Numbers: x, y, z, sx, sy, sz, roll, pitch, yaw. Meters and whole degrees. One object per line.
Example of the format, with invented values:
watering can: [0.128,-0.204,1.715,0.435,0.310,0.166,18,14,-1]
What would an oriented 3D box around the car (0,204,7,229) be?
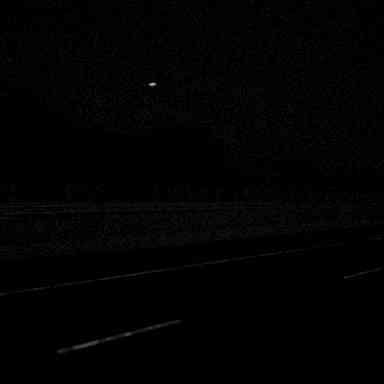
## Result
car: [-13.861,1.531,19.898,4.674,1.442,1.812,0,0,-35]

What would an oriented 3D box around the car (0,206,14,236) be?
car: [-11.867,1.530,17.023,4.674,1.442,1.812,0,0,-35]

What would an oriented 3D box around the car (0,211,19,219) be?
car: [-9.861,1.529,14.154,4.674,1.442,1.812,0,0,-35]
